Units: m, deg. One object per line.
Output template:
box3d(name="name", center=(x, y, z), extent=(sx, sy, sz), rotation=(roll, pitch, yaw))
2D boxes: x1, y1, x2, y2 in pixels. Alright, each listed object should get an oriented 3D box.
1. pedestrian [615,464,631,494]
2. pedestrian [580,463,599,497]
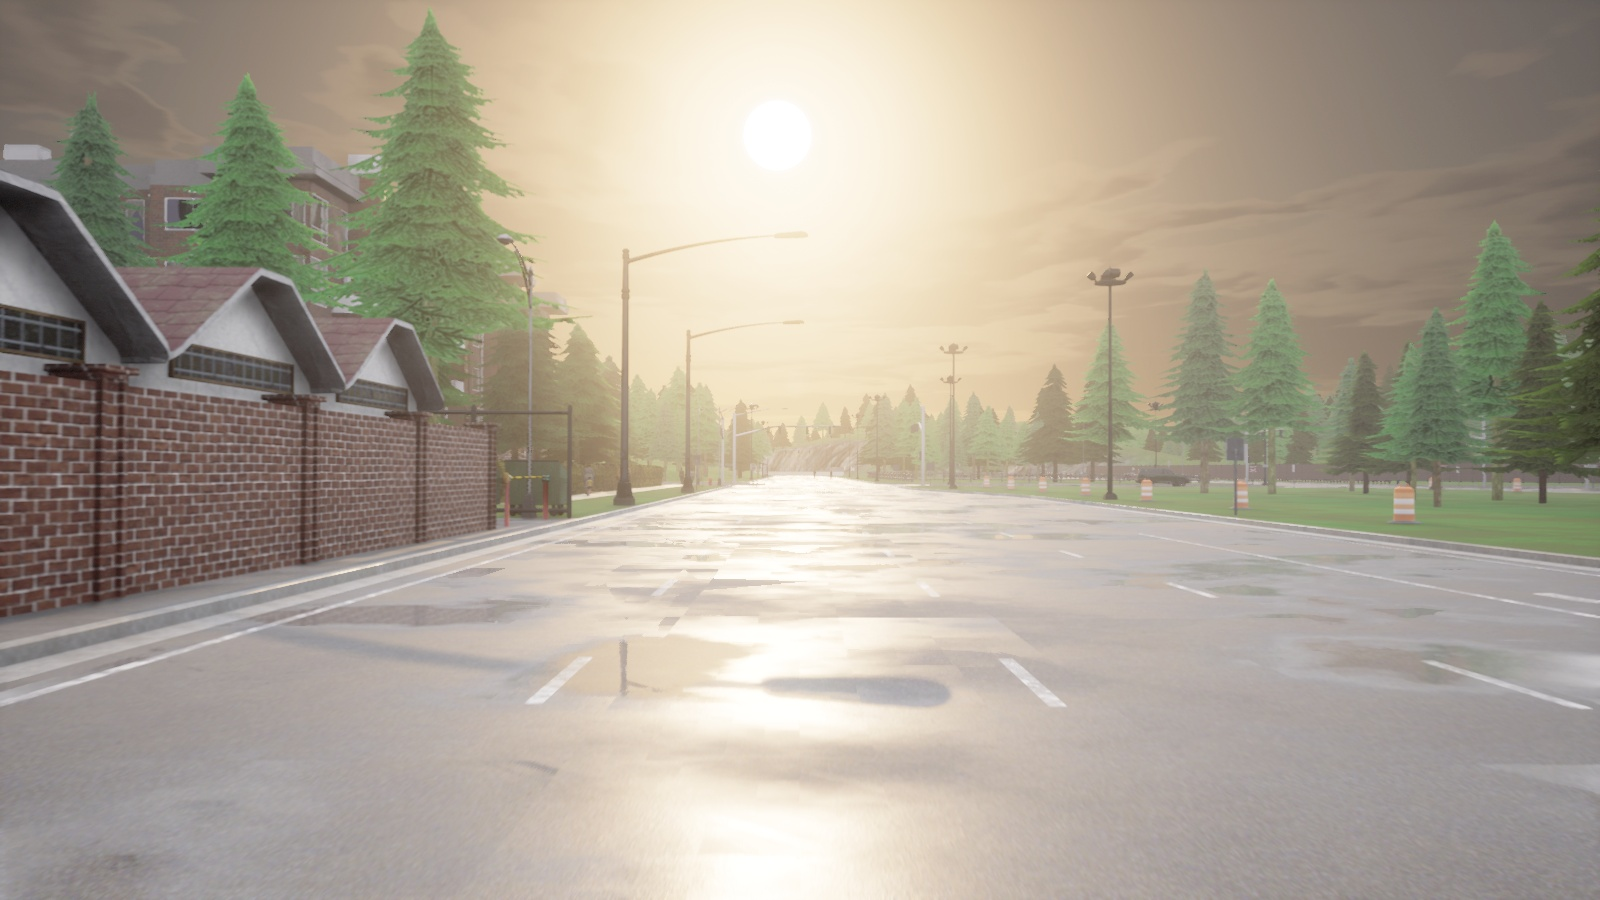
box3d(name="pedestrian", center=(-11.210, 1.819, 79.505), extent=(0.874, 1.855, 0.900), rotation=(0, -1, 0))
box3d(name="pedestrian", center=(-11.752, 1.664, 70.118), extent=(0.874, 1.855, 0.900), rotation=(0, -1, 0))
